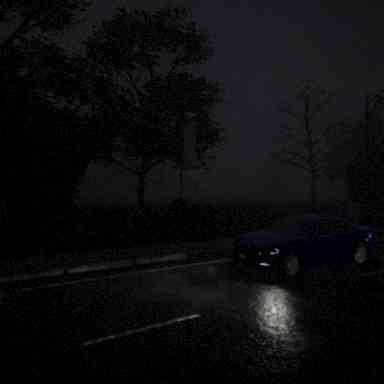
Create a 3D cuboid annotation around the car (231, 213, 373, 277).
[{"bbox_3d":[3.480,1.457,10.269,5.008,1.535,1.882,0,0,-32],"label":"car"}]
